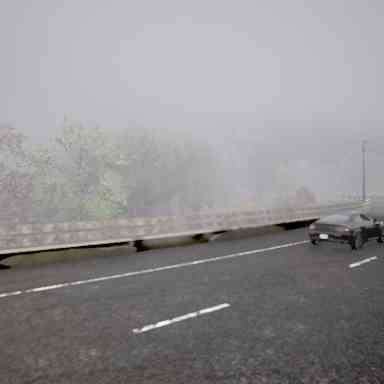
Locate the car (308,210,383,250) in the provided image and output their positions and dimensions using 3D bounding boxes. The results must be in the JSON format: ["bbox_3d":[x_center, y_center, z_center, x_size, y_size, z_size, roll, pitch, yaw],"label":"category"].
[{"bbox_3d":[6.693,1.513,14.237,4.674,1.442,1.812,0,0,-43],"label":"car"}]

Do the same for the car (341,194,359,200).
[{"bbox_3d":[40.112,1.302,85.730,2.128,1.511,4.902,0,0,1],"label":"car"}]
